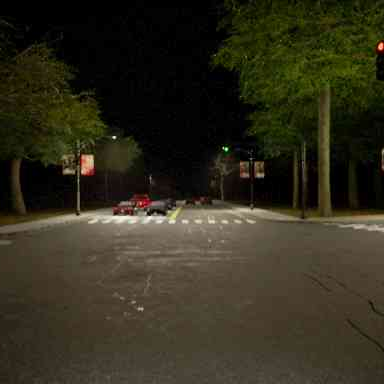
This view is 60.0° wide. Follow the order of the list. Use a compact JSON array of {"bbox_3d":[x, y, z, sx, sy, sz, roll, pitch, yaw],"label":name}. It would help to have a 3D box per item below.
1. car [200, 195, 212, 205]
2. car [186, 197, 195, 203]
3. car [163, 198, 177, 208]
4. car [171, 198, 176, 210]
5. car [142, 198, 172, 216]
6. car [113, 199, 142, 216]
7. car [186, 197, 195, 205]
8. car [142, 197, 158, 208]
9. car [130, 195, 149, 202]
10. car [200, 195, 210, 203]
[{"bbox_3d":[2.934,1.784,64.070,2.033,1.411,5.357,0,0,0],"label":"car"},{"bbox_3d":[-0.367,1.735,74.509,1.895,1.301,4.718,0,0,0],"label":"car"},{"bbox_3d":[-3.568,1.740,54.574,2.033,1.411,5.357,0,0,0],"label":"car"},{"bbox_3d":[-3.514,1.698,44.258,2.033,1.411,5.357,0,0,0],"label":"car"},{"bbox_3d":[-3.480,1.663,34.179,2.033,1.411,5.357,0,0,0],"label":"car"},{"bbox_3d":[-6.729,1.679,34.217,1.994,1.385,4.181,0,0,0],"label":"car"},{"bbox_3d":[-0.316,1.784,64.053,2.033,1.411,5.357,0,0,0],"label":"car"},{"bbox_3d":[-6.815,1.668,54.102,1.882,1.535,5.008,0,0,0],"label":"car"},{"bbox_3d":[-6.767,1.371,43.698,2.150,2.045,5.566,0,0,0],"label":"car"},{"bbox_3d":[2.883,1.495,74.466,2.097,1.767,4.553,0,0,0],"label":"car"}]
